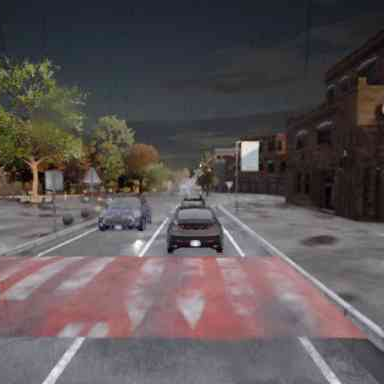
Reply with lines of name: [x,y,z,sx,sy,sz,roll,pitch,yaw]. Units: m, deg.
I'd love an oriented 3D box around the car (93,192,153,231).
car: [-3.328,0.967,17.300,2.097,1.767,4.553,0,1,0]

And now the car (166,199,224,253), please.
car: [0.098,1.237,12.343,1.837,1.490,4.892,0,1,0]

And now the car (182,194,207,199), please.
car: [0.178,0.885,26.942,2.128,1.511,4.902,0,1,3]

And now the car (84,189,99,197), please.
car: [-16.338,0.229,54.462,1.895,1.301,4.718,-1,2,-8]
